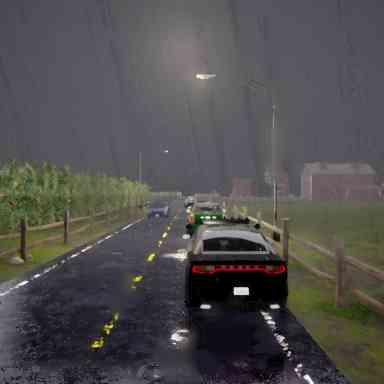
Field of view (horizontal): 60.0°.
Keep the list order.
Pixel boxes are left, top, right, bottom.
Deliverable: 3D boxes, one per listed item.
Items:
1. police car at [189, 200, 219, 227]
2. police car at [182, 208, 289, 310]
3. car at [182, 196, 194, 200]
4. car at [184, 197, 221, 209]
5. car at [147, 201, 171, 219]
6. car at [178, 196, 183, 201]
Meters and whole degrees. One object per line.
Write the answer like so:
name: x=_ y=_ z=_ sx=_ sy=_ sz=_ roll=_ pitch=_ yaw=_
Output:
police car: x=0.759 y=1.425 z=24.048 sx=1.930 sy=1.638 sz=5.238 roll=0 pitch=0 yaw=0
police car: x=0.803 y=1.425 z=8.048 sx=1.930 sy=1.638 sz=5.238 roll=0 pitch=0 yaw=0
car: x=-0.094 y=1.625 z=46.704 sx=1.895 sy=1.301 sz=4.718 roll=0 pitch=0 yaw=0
car: x=0.776 y=1.351 z=17.909 sx=2.097 sy=1.767 sz=4.553 roll=0 pitch=0 yaw=0
car: x=-2.831 y=1.548 z=29.709 sx=2.033 sy=1.411 sz=5.357 roll=0 pitch=0 yaw=0
car: x=-3.017 y=1.734 z=95.385 sx=2.033 sy=1.411 sz=5.357 roll=0 pitch=0 yaw=0
